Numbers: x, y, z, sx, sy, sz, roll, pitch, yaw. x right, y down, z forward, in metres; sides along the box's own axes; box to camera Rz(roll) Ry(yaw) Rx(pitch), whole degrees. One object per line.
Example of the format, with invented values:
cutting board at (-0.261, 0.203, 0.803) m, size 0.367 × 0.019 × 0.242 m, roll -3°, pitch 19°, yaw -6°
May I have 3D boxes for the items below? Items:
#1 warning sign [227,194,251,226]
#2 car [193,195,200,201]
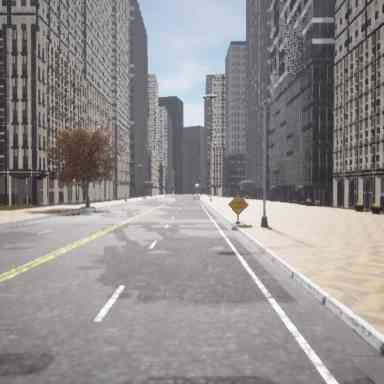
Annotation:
warning sign at (2.865, 1.084, 20.605) m, size 1.300 × 1.860 × 1.060 m, roll 1°, pitch 1°, yaw 0°
car at (1.138, 1.538, 86.631) m, size 1.812 × 1.442 × 4.674 m, roll 0°, pitch 0°, yaw 0°
